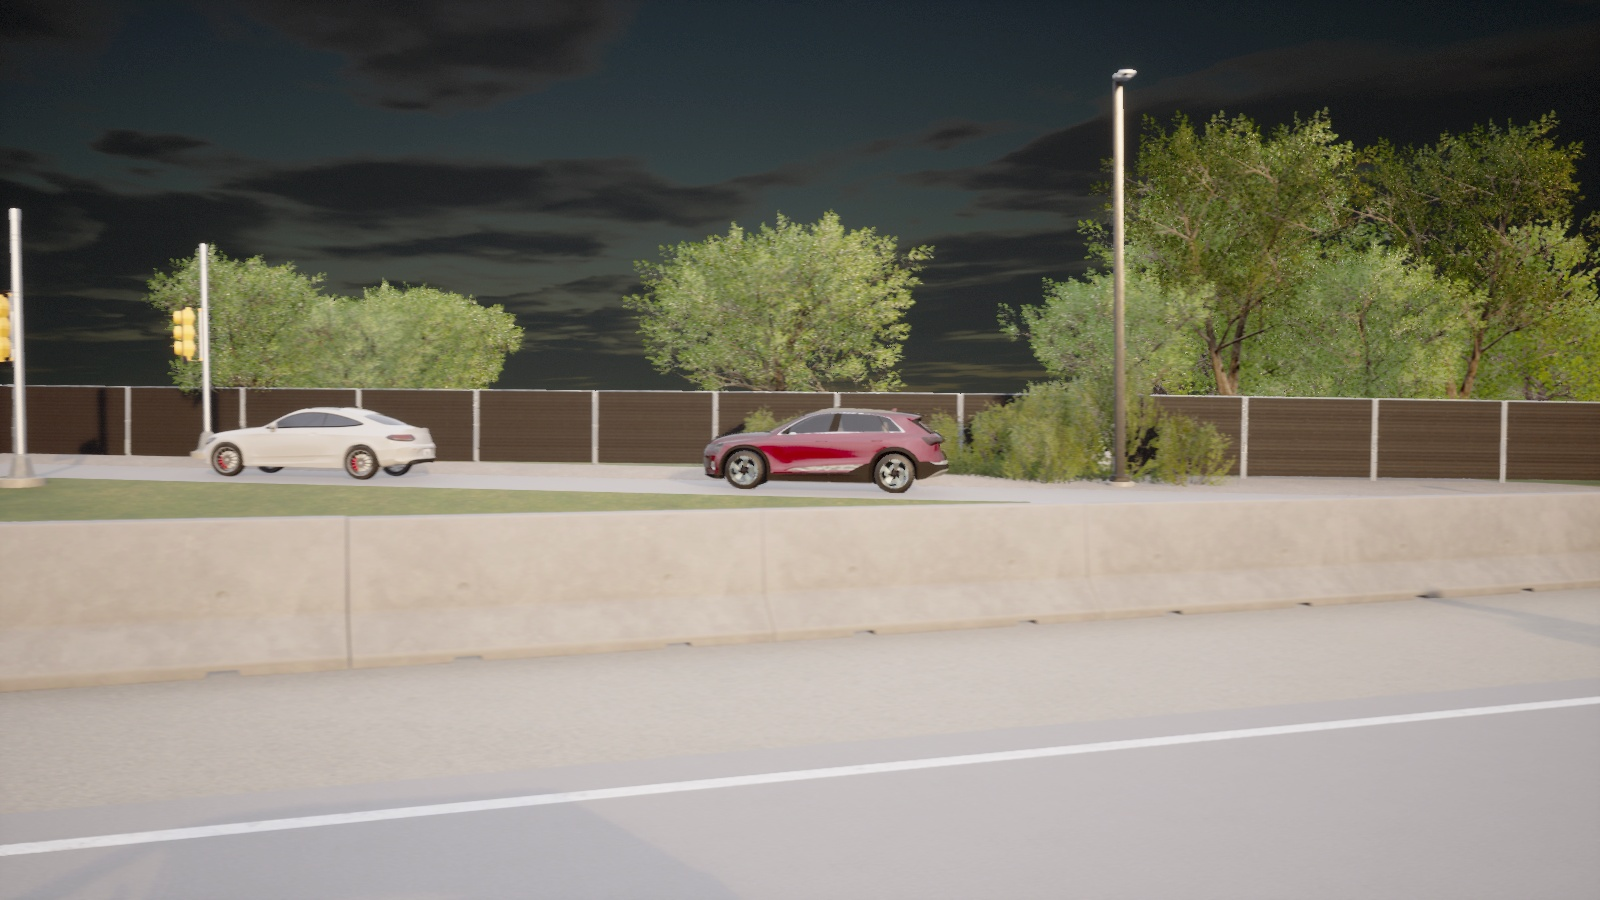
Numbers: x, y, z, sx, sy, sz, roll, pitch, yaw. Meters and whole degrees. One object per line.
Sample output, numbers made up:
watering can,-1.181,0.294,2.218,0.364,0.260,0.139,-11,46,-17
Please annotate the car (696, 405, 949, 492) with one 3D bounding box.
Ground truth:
car,0.511,-0.045,25.052,4.856,1.649,2.033,0,2,5

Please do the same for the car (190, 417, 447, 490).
car,-9.965,0.046,26.167,4.674,1.442,1.812,0,2,6
